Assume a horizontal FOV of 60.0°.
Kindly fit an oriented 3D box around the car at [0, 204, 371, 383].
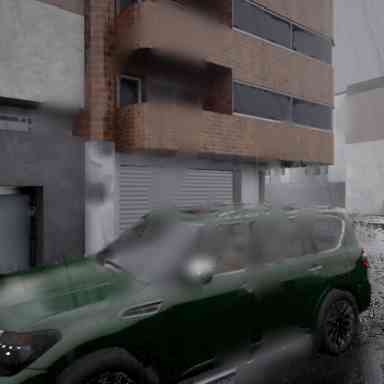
[{"bbox_3d":[0.158,1.222,4.545,5.566,2.045,2.150,0,0,-34],"label":"car"}]
